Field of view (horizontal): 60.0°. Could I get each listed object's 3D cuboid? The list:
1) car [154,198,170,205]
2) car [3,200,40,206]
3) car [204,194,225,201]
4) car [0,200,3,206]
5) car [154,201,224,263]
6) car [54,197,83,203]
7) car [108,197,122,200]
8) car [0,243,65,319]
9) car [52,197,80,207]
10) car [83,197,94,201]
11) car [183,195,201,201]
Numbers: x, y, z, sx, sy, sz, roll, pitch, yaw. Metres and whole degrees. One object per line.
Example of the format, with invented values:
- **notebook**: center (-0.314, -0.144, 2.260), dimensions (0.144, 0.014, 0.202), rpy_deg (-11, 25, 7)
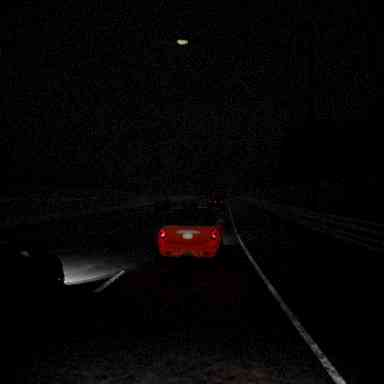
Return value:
- **car**: center (-3.818, 1.568, 44.420), dimensions (1.882, 1.535, 5.008), rpy_deg (0, 0, 6)
- **car**: center (-18.657, 1.585, 37.338), dimensions (1.994, 1.385, 4.181), rpy_deg (0, 0, 6)
- **car**: center (3.148, 1.338, 43.727), dimensions (2.150, 2.045, 5.566), rpy_deg (0, 0, 6)
- **car**: center (-22.125, 1.610, 37.807), dimensions (1.895, 1.301, 4.718), rpy_deg (0, 0, 6)
- **car**: center (0.080, 1.382, 12.350), dimensions (2.097, 1.767, 4.553), rpy_deg (0, 0, 6)
- **car**: center (-14.963, 1.563, 39.077), dimensions (1.812, 1.442, 4.674), rpy_deg (0, 0, 6)
- **car**: center (-13.159, 1.570, 56.929), dimensions (2.128, 1.511, 4.902), rpy_deg (0, 0, 6)
- **car**: center (-4.058, 1.561, 6.013), dimensions (1.994, 1.385, 4.181), rpy_deg (0, 0, 6)
- **car**: center (-20.460, 1.595, 54.265), dimensions (2.033, 1.411, 5.357), rpy_deg (0, 0, 6)
- **car**: center (-17.123, 1.535, 52.667), dimensions (1.882, 1.535, 5.008), rpy_deg (0, 0, 6)
- **car**: center (-0.335, 1.593, 44.075), dimensions (2.128, 1.511, 4.902), rpy_deg (0, 0, 6)
